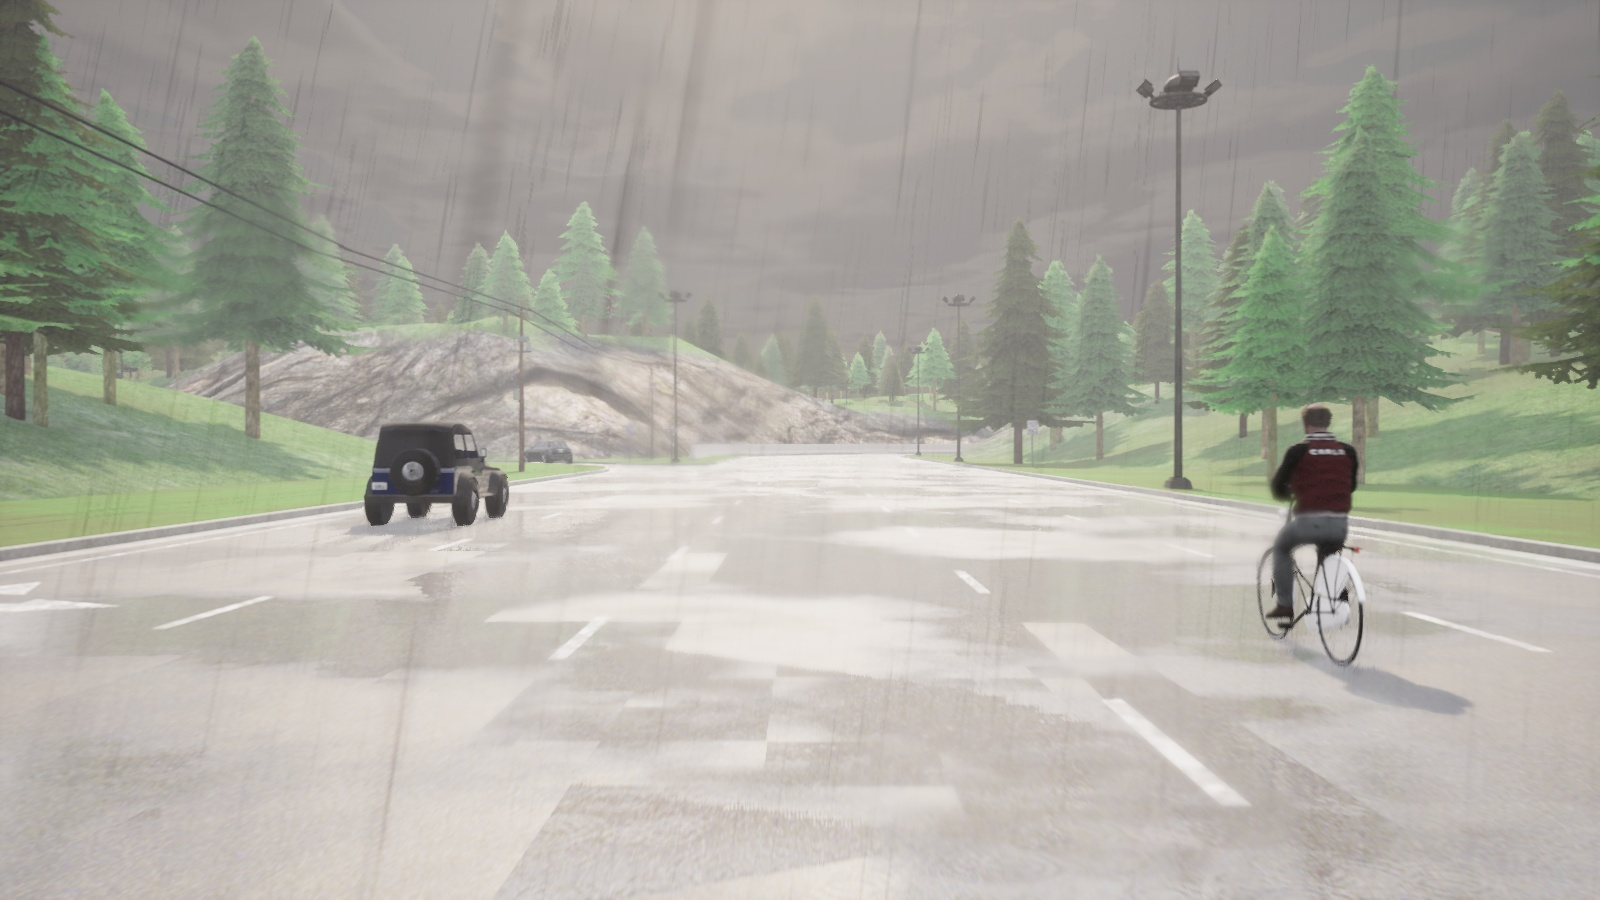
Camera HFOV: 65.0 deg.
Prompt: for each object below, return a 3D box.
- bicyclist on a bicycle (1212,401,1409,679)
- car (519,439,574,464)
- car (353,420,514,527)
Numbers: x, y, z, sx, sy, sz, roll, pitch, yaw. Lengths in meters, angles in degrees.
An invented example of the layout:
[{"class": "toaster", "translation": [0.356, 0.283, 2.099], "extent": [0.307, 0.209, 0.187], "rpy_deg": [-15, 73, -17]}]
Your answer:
[{"class": "bicyclist on a bicycle", "translation": [3.567, 0.569, 8.955], "extent": [0.659, 1.776, 1.843], "rpy_deg": [0, 1, 0]}, {"class": "car", "translation": [-18.170, 0.084, 89.851], "extent": [2.097, 1.767, 4.553], "rpy_deg": [0, 0, -38]}, {"class": "car", "translation": [-6.849, 0.402, 23.890], "extent": [1.905, 1.878, 3.866], "rpy_deg": [0, 0, 0]}]
